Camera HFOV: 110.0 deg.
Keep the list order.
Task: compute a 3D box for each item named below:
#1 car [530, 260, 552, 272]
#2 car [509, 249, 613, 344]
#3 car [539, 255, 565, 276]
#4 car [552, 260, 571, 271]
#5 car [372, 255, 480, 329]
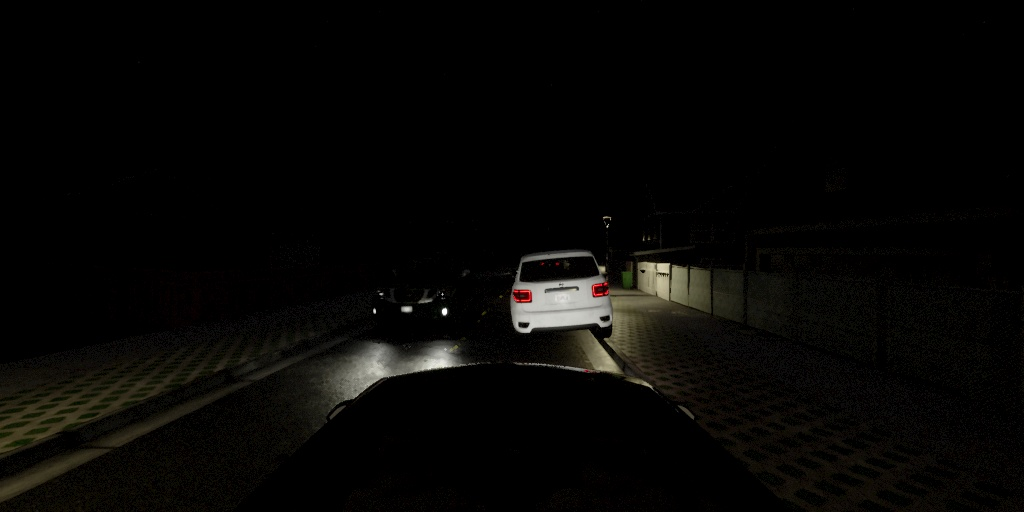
[{"bbox_3d":[4.057,1.295,48.957,2.033,1.411,5.357,0,0,16],"label":"car"},{"bbox_3d":[1.135,0.897,9.645,2.150,2.045,5.566,-5,0,3],"label":"car"},{"bbox_3d":[4.354,0.973,38.556,2.150,2.045,5.566,0,0,13],"label":"car"},{"bbox_3d":[6.845,1.284,48.950,1.812,1.442,4.674,0,0,17],"label":"car"},{"bbox_3d":[-2.431,0.967,11.649,2.150,2.045,5.566,0,0,4],"label":"car"}]
